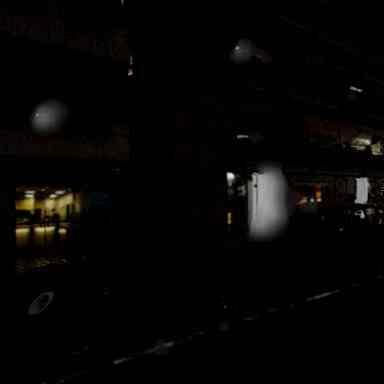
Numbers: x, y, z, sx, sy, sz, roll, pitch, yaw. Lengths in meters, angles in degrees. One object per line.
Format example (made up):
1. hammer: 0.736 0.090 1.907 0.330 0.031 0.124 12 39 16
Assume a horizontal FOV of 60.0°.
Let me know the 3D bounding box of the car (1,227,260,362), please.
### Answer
1. car: -1.019 1.427 5.836 4.097 1.590 1.967 0 0 -36

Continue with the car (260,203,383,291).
1. car: 3.561 1.265 9.119 5.009 1.841 2.192 0 0 -36
